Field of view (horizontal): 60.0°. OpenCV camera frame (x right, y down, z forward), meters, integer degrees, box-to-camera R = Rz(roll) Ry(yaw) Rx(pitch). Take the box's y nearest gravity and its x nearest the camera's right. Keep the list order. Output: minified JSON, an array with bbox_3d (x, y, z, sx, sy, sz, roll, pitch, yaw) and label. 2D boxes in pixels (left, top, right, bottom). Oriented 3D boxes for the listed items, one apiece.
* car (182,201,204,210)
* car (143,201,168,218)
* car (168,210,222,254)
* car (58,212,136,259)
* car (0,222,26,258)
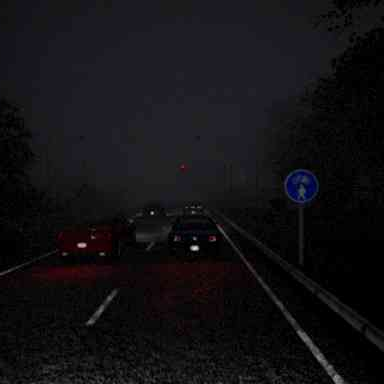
[{"bbox_3d":[0.108,1.550,30.822,2.128,1.511,4.902,0,0,0],"label":"car"},{"bbox_3d":[-3.392,1.563,30.873,1.837,1.490,4.892,0,0,0],"label":"car"},{"bbox_3d":[0.103,1.627,13.579,1.895,1.301,4.718,0,0,0],"label":"car"},{"bbox_3d":[-3.397,1.502,12.752,1.882,1.535,5.008,0,0,0],"label":"car"},{"bbox_3d":[-7.097,1.584,10.517,1.994,1.385,4.181,0,0,0],"label":"car"}]
